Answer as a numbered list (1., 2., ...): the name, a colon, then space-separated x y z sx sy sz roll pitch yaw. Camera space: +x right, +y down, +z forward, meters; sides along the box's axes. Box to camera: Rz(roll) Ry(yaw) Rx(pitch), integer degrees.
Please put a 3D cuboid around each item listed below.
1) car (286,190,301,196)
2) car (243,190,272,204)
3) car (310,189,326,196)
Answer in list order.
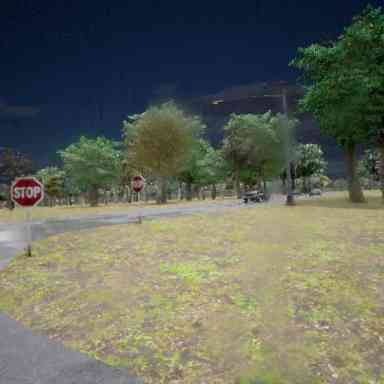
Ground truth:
1. car: 21.524 0.292 70.709 1.895 1.301 4.718 -4 -1 34
2. car: 7.493 0.529 37.809 1.837 1.490 4.892 -4 -1 34
3. car: 24.165 0.031 64.502 1.994 1.385 4.181 -4 -1 27
